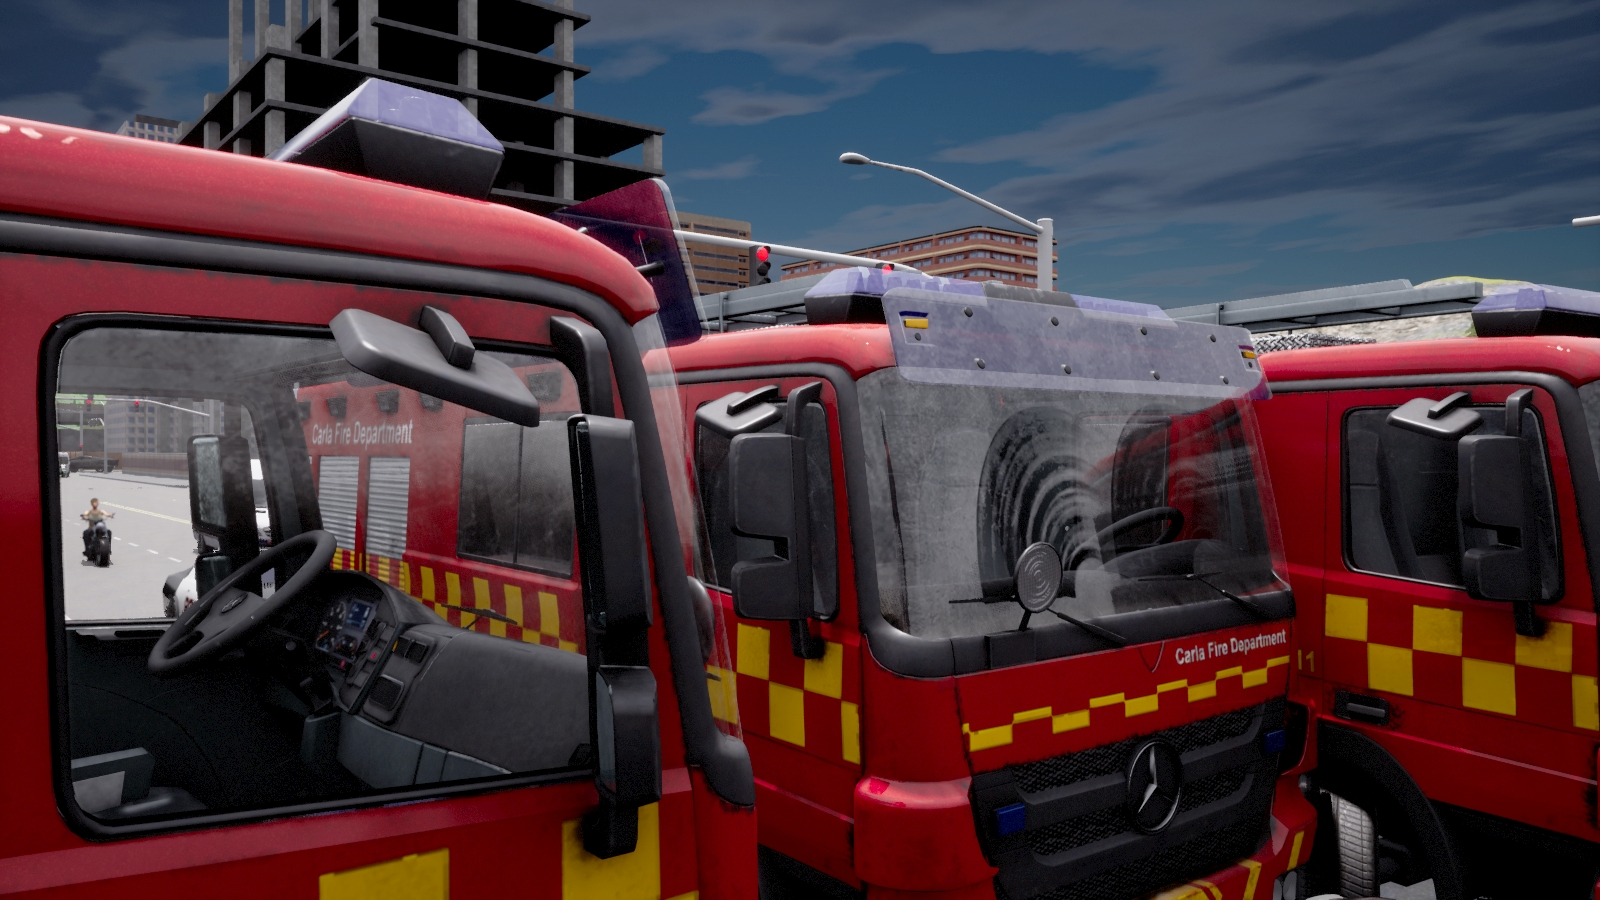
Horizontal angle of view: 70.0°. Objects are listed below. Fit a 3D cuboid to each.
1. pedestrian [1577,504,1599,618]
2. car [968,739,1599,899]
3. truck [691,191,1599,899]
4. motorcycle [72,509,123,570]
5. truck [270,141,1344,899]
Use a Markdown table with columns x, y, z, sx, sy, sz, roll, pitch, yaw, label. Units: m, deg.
| x | y | z | sx | sy | sz | roll | pitch | yaw | label |
| --- | --- | --- | --- | --- | --- | --- | --- | --- | --- |
| 13.305 | 1.848 | 19.157 | 0.375 | 1.860 | 0.375 | 0 | 0 | -44 | pedestrian |
| 2.437 | 2.065 | 3.109 | 1.970 | 1.475 | 3.806 | 0 | 0 | -30 | car |
| 2.348 | 0.890 | 8.605 | 2.891 | 3.827 | 8.468 | 0 | 0 | -31 | truck |
| -17.170 | 2.155 | 27.901 | 0.764 | 1.307 | 2.356 | 0 | 0 | -39 | motorcycle |
| -1.099 | 0.890 | 8.003 | 2.891 | 3.827 | 8.468 | 0 | 0 | -38 | truck |
